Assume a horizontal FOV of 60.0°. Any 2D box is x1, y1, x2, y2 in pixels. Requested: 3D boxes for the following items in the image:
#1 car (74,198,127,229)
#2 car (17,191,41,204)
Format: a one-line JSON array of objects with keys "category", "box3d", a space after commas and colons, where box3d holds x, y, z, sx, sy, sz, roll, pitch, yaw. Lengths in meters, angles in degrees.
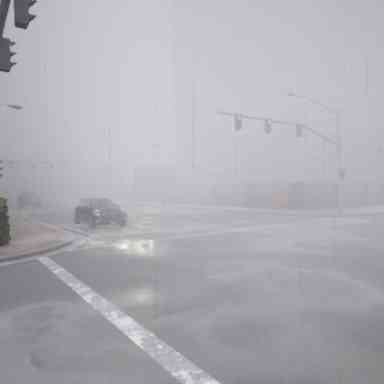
[{"category": "car", "box3d": [-5.755, 1.158, 20.660, 2.097, 1.767, 4.553, -1, 0, -35]}, {"category": "car", "box3d": [-20.706, 0.910, 42.114, 2.150, 2.045, 5.566, -1, 1, -35]}]
